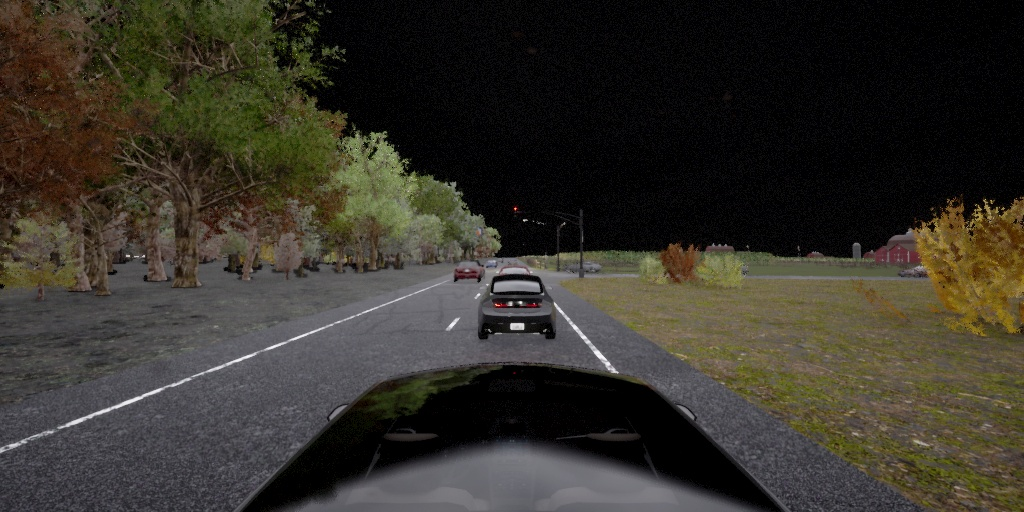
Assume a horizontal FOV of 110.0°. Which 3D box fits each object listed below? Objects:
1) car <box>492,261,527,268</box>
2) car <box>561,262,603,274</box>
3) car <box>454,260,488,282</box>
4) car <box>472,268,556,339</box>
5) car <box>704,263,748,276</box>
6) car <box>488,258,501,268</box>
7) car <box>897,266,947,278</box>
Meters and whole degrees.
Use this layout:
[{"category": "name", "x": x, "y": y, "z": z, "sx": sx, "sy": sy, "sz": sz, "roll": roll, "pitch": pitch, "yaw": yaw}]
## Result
[{"category": "car", "x": 0.134, "y": 1.232, "z": 19.424, "sx": 1.882, "sy": 1.535, "sz": 5.008, "roll": 0, "pitch": 0, "yaw": 0}, {"category": "car", "x": 8.438, "y": 1.411, "z": 43.325, "sx": 4.902, "sy": 1.511, "sz": 2.128, "roll": 1, "pitch": -1, "yaw": 16}, {"category": "car", "x": -3.354, "y": 1.107, "z": 29.002, "sx": 2.097, "sy": 1.767, "sz": 4.553, "roll": 0, "pitch": 0, "yaw": 0}, {"category": "car", "x": 0.115, "y": 1.257, "z": 10.061, "sx": 1.837, "sy": 1.490, "sz": 4.892, "roll": 0, "pitch": 0, "yaw": 0}, {"category": "car", "x": 24.910, "y": 1.570, "z": 42.083, "sx": 4.902, "sy": 1.511, "sz": 2.128, "roll": 1, "pitch": -1, "yaw": 0}, {"category": "car", "x": -3.301, "y": 1.303, "z": 60.160, "sx": 2.033, "sy": 1.411, "sz": 5.357, "roll": 0, "pitch": 0, "yaw": 0}, {"category": "car", "x": 47.999, "y": 1.856, "z": 41.894, "sx": 4.674, "sy": 1.442, "sz": 1.812, "roll": 1, "pitch": -1, "yaw": 1}]
